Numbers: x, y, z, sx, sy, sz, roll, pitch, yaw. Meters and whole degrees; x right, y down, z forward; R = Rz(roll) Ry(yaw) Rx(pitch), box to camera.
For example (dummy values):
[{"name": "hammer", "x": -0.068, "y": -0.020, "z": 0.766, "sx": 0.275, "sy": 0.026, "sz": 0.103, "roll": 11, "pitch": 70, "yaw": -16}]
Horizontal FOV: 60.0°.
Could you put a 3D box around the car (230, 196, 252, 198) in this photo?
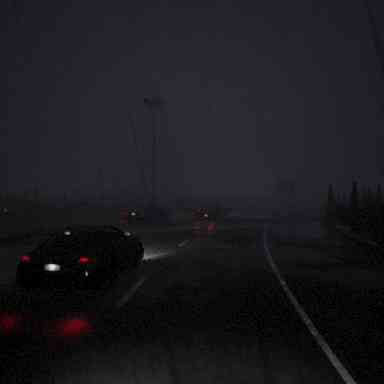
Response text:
[{"name": "car", "x": 10.069, "y": 1.498, "z": 64.180, "sx": 2.128, "sy": 1.511, "sz": 4.902, "roll": 0, "pitch": 0, "yaw": 40}]

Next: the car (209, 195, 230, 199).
[{"name": "car", "x": 6.207, "y": 1.487, "z": 65.060, "sx": 2.128, "sy": 1.511, "sz": 4.902, "roll": 0, "pitch": 0, "yaw": 39}]

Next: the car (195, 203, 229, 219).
[{"name": "car", "x": 1.876, "y": 1.594, "z": 28.988, "sx": 1.895, "sy": 1.301, "sz": 4.718, "roll": 0, "pitch": 0, "yaw": 19}]

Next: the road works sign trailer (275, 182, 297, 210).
[{"name": "road works sign trailer", "x": 12.440, "y": 0.485, "z": 43.939, "sx": 2.380, "sy": 3.560, "sz": 2.880, "roll": 0, "pitch": 0, "yaw": 35}]

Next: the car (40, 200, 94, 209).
[{"name": "car", "x": -9.805, "y": 1.461, "z": 27.483, "sx": 1.837, "sy": 1.490, "sz": 4.892, "roll": 0, "pitch": 0, "yaw": 17}]

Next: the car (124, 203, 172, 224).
[{"name": "car", "x": -3.205, "y": 1.526, "z": 24.673, "sx": 2.033, "sy": 1.411, "sz": 5.357, "roll": 0, "pitch": 0, "yaw": 16}]

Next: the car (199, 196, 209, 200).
[{"name": "car", "x": 3.459, "y": 1.459, "z": 67.278, "sx": 1.882, "sy": 1.535, "sz": 5.008, "roll": 0, "pitch": 0, "yaw": 39}]

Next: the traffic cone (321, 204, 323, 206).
[{"name": "traffic cone", "x": 21.046, "y": 1.998, "z": 53.796, "sx": 0.340, "sy": 0.580, "sz": 0.340, "roll": 0, "pitch": 0, "yaw": 35}]

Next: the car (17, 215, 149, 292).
[{"name": "car", "x": -2.703, "y": 1.551, "z": 8.957, "sx": 1.994, "sy": 1.385, "sz": 4.181, "roll": 0, "pitch": 0, "yaw": 6}]

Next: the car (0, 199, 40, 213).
[{"name": "car", "x": -13.320, "y": 1.545, "z": 28.005, "sx": 1.895, "sy": 1.301, "sz": 4.718, "roll": 0, "pitch": 0, "yaw": 17}]

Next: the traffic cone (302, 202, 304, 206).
[{"name": "traffic cone", "x": 17.441, "y": 1.987, "z": 53.847, "sx": 0.340, "sy": 0.580, "sz": 0.340, "roll": 0, "pitch": 0, "yaw": 35}]
